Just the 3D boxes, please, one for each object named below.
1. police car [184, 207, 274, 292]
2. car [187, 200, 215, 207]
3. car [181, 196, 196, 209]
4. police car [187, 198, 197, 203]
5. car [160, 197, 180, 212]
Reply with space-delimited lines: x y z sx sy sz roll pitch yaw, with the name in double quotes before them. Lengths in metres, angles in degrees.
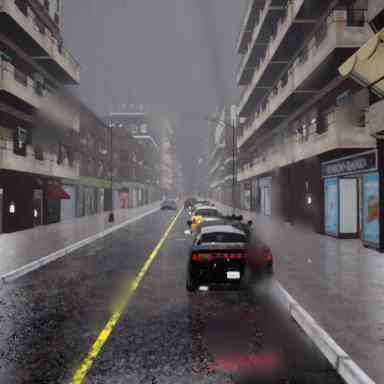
"police car" 0.812 1.437 9.138 1.930 1.638 5.238 0 0 0
"car" 0.795 1.493 19.221 1.801 1.575 5.366 0 0 0
"car" -0.050 1.503 47.599 2.097 1.767 4.553 0 0 0
"police car" 0.785 1.485 25.141 1.930 1.638 5.238 0 0 0
"car" -2.918 1.675 41.895 2.033 1.411 5.357 0 0 0
